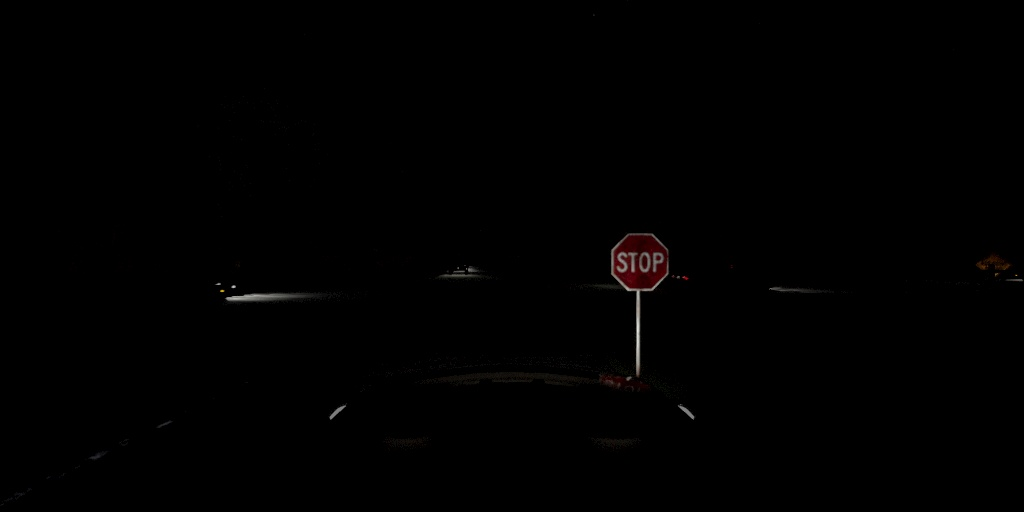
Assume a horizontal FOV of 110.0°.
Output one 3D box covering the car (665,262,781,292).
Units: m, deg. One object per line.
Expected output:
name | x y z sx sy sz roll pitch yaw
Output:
car | 11.739 1.208 19.923 5.357 1.411 2.033 0 0 -2

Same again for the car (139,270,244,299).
car | -16.334 1.419 18.401 4.181 1.385 1.994 0 0 -2

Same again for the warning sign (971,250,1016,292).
warning sign | 22.746 0.703 16.899 1.060 1.860 1.300 0 0 -4

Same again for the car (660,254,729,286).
car | 11.376 0.877 23.381 5.566 2.045 2.150 0 0 -2

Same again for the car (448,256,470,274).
car | -6.295 1.006 42.634 2.150 2.045 5.566 0 0 -7

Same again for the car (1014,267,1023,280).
car | 38.145 1.018 25.092 4.181 1.385 1.994 0 0 -3
